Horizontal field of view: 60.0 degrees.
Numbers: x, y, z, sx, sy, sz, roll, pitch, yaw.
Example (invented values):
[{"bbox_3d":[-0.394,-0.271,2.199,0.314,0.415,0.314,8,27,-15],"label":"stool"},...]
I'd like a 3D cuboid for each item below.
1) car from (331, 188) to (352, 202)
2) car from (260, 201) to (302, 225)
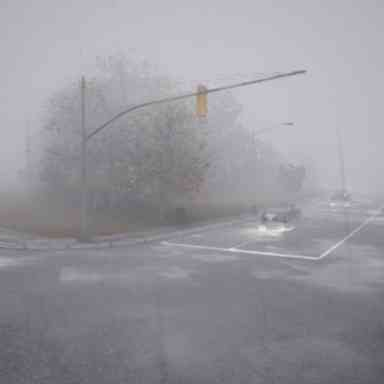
[{"bbox_3d":[20.185,0.260,44.920,2.097,1.767,4.553,-1,2,33],"label":"car"},{"bbox_3d":[6.598,1.441,24.375,2.128,1.511,4.902,-1,1,33],"label":"car"}]
